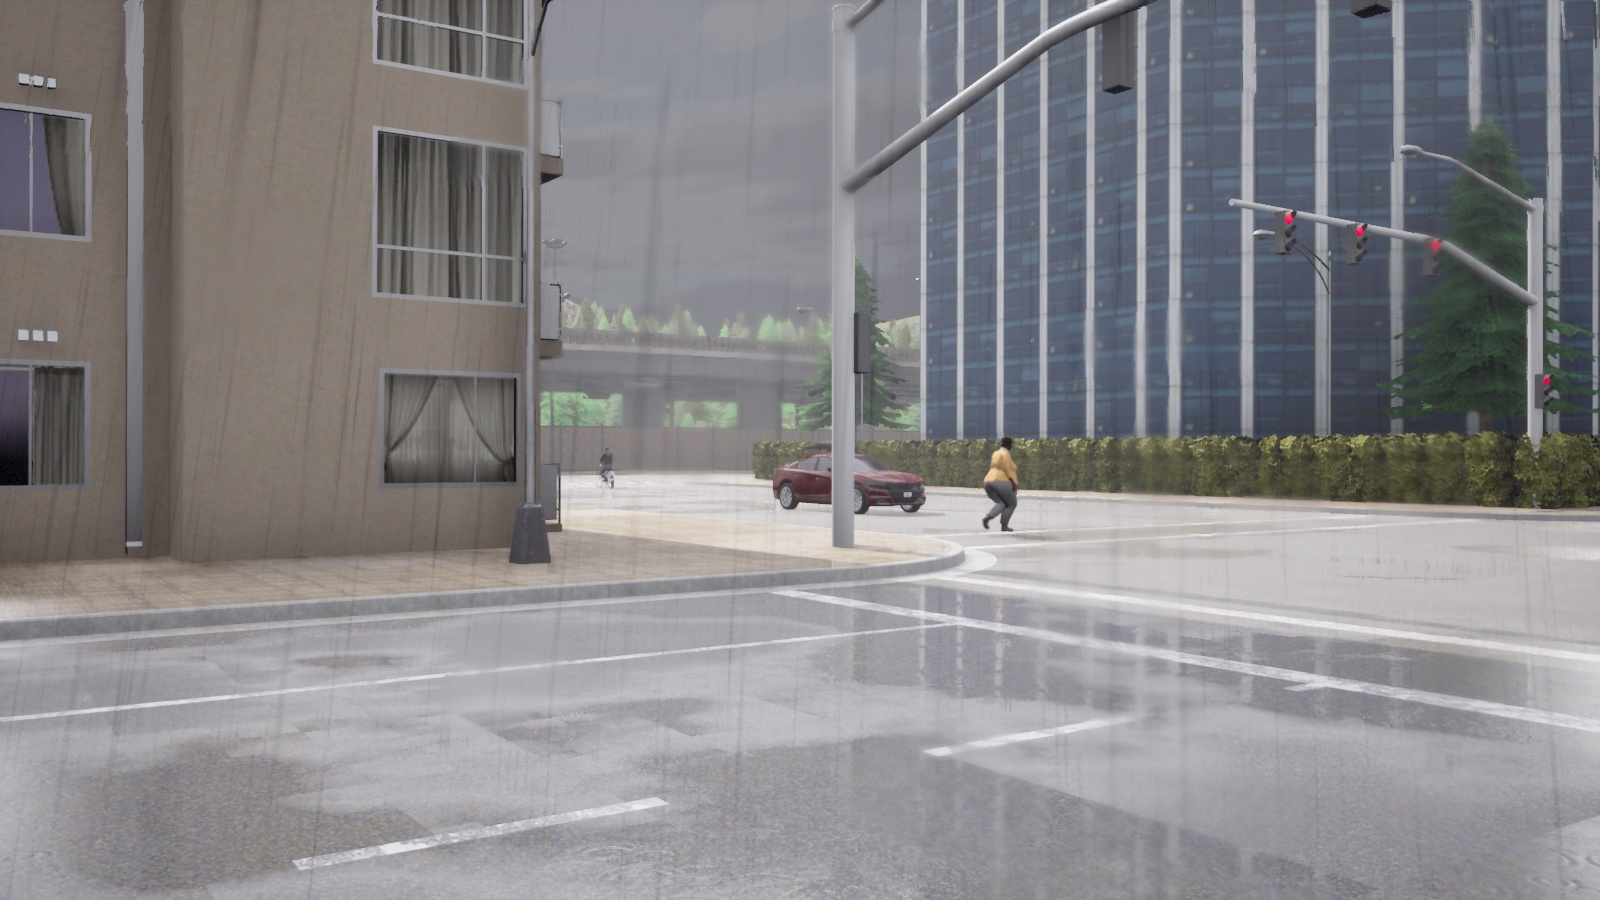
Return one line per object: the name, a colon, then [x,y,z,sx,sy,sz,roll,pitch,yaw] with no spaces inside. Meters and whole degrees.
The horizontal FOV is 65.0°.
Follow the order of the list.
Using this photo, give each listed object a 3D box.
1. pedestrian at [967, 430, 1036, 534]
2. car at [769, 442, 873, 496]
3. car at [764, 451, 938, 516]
pedestrian: [3.668,0.570,22.857,0.900,1.855,0.874,0,0,-24]
car: [0.721,0.665,45.702,1.905,1.878,3.866,0,0,-34]
car: [1.210,0.810,32.549,1.882,1.535,5.008,0,0,-34]
